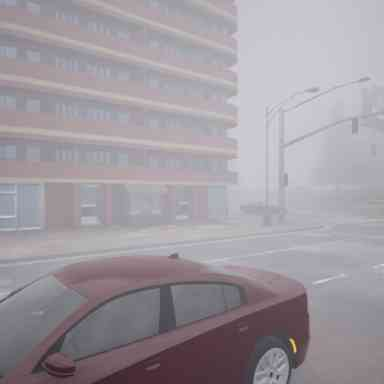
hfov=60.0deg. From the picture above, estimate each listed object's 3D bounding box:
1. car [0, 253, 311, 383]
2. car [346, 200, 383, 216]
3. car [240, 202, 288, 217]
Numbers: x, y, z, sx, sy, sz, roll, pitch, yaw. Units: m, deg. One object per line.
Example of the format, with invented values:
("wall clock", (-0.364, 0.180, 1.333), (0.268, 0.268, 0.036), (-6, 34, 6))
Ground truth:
("car", (-0.881, 1.478, 3.363), (5.008, 1.535, 1.882), (0, 0, -36))
("car", (16.825, 1.476, 30.629), (1.882, 1.535, 5.008), (0, 0, -36))
("car", (6.884, 1.599, 32.055), (1.895, 1.301, 4.718), (0, 0, -36))
